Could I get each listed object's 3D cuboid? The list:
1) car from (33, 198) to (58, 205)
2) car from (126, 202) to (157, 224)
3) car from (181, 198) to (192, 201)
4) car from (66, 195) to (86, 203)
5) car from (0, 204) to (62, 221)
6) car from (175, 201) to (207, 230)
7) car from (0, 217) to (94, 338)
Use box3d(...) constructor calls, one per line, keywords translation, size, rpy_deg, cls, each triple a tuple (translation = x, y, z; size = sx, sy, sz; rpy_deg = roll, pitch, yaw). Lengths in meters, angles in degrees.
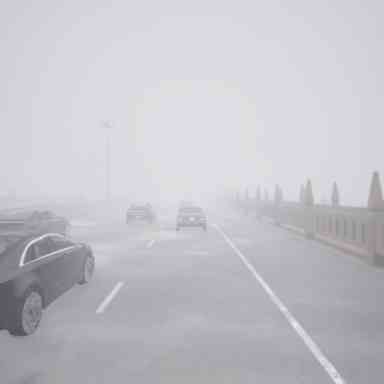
box3d(translation=(-22.016, 1.549, 50.130), size=(2.033, 1.411, 5.357), rpy_deg=(0, 0, -1), cls="car")
box3d(translation=(-3.696, 1.492, 24.746), size=(2.128, 1.511, 4.902), rpy_deg=(0, 0, -1), cls="car")
box3d(translation=(-0.683, 1.527, 42.395), size=(1.812, 1.442, 4.674), rpy_deg=(0, 0, -2), cls="car")
box3d(translation=(-18.610, 1.354, 53.656), size=(2.097, 1.767, 4.553), rpy_deg=(0, 0, -2), cls="car")
box3d(translation=(-6.975, 1.505, 14.719), size=(1.837, 1.490, 4.892), rpy_deg=(0, 0, -1), cls="car")
box3d(translation=(-0.088, 1.548, 20.842), size=(2.033, 1.411, 5.357), rpy_deg=(0, 0, -1), cls="car")
box3d(translation=(-3.406, 1.492, 6.602), size=(2.128, 1.511, 4.902), rpy_deg=(0, 0, 0), cls="car")
